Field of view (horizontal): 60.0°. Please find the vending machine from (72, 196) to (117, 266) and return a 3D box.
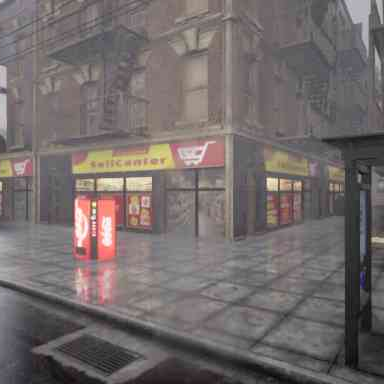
[{"bbox_3d":[-3.141,1.195,10.808,0.880,2.100,1.100,0,0,34],"label":"vending machine"}]
